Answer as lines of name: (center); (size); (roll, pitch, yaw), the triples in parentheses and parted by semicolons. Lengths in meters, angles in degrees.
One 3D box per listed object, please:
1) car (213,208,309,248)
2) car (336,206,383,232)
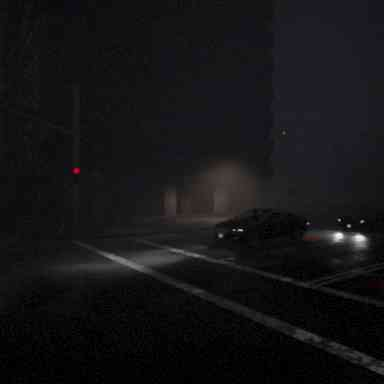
car: (3.161, 1.491, 14.812); (4.902, 1.511, 2.128); (0, 0, -35)
car: (11.103, 1.546, 20.454); (5.357, 1.411, 2.033); (0, 0, -35)
